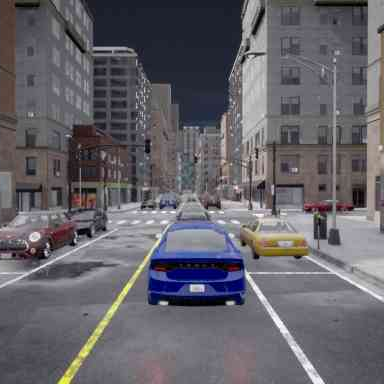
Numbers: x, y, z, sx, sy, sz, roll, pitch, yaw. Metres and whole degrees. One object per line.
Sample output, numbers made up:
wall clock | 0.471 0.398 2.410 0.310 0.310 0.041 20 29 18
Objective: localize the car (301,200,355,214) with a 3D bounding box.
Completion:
car | 13.311 1.458 32.830 4.718 1.301 1.895 -1 1 -1

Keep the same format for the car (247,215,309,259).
car | 2.830 1.527 12.374 1.752 1.417 4.829 -1 0 0

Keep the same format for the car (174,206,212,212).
car | 0.074 1.606 17.472 1.895 1.301 4.718 0 0 0

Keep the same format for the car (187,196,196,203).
car | -0.110 1.579 74.002 2.128 1.511 4.902 0 0 0

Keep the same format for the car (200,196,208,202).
car | 2.740 1.590 78.258 1.752 1.417 4.829 -1 0 0

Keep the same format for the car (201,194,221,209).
car | 2.780 1.351 44.572 2.192 1.841 5.009 -1 0 0

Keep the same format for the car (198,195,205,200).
car | 2.721 1.624 94.845 2.008 1.369 4.403 -1 0 0

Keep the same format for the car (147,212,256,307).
car | 0.085 1.478 8.109 1.882 1.535 5.008 0 0 0

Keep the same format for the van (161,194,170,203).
van | -5.787 1.402 72.490 1.690 1.788 3.998 -1 0 0

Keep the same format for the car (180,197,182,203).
car | -3.170 1.399 55.371 2.097 1.767 4.553 0 0 0

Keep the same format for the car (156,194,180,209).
car | -3.163 1.258 45.417 2.150 2.045 5.566 0 0 0

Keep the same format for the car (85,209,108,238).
car | -5.703 1.571 17.687 1.947 1.339 4.313 -1 0 0

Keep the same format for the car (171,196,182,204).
car | -3.104 1.607 69.155 2.033 1.411 5.357 0 0 0

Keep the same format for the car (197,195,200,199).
car | 2.752 1.372 66.916 2.192 1.841 5.009 -1 0 0

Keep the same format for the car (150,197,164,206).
car | -5.760 1.573 55.562 1.752 1.417 4.829 -1 0 0

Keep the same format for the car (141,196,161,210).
car | -5.743 1.601 44.560 1.947 1.339 4.313 -1 0 0

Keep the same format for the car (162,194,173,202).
car | -5.795 1.380 78.076 2.192 1.841 5.009 -1 0 0

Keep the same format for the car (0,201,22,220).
car | -18.071 1.664 29.470 5.008 1.535 1.882 -1 1 -1

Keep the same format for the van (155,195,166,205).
van | -5.770 1.394 61.318 1.690 1.788 3.998 -1 0 0

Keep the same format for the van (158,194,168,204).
van | -5.779 1.398 66.904 1.690 1.788 3.998 -1 0 0

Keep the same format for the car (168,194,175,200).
car | -5.818 1.513 94.832 1.967 1.590 4.097 -1 0 0

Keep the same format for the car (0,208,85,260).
car | -5.696 1.442 12.190 1.967 1.590 4.097 -1 0 0

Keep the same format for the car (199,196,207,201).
car | 2.734 1.634 83.673 1.947 1.339 4.313 -1 0 0
